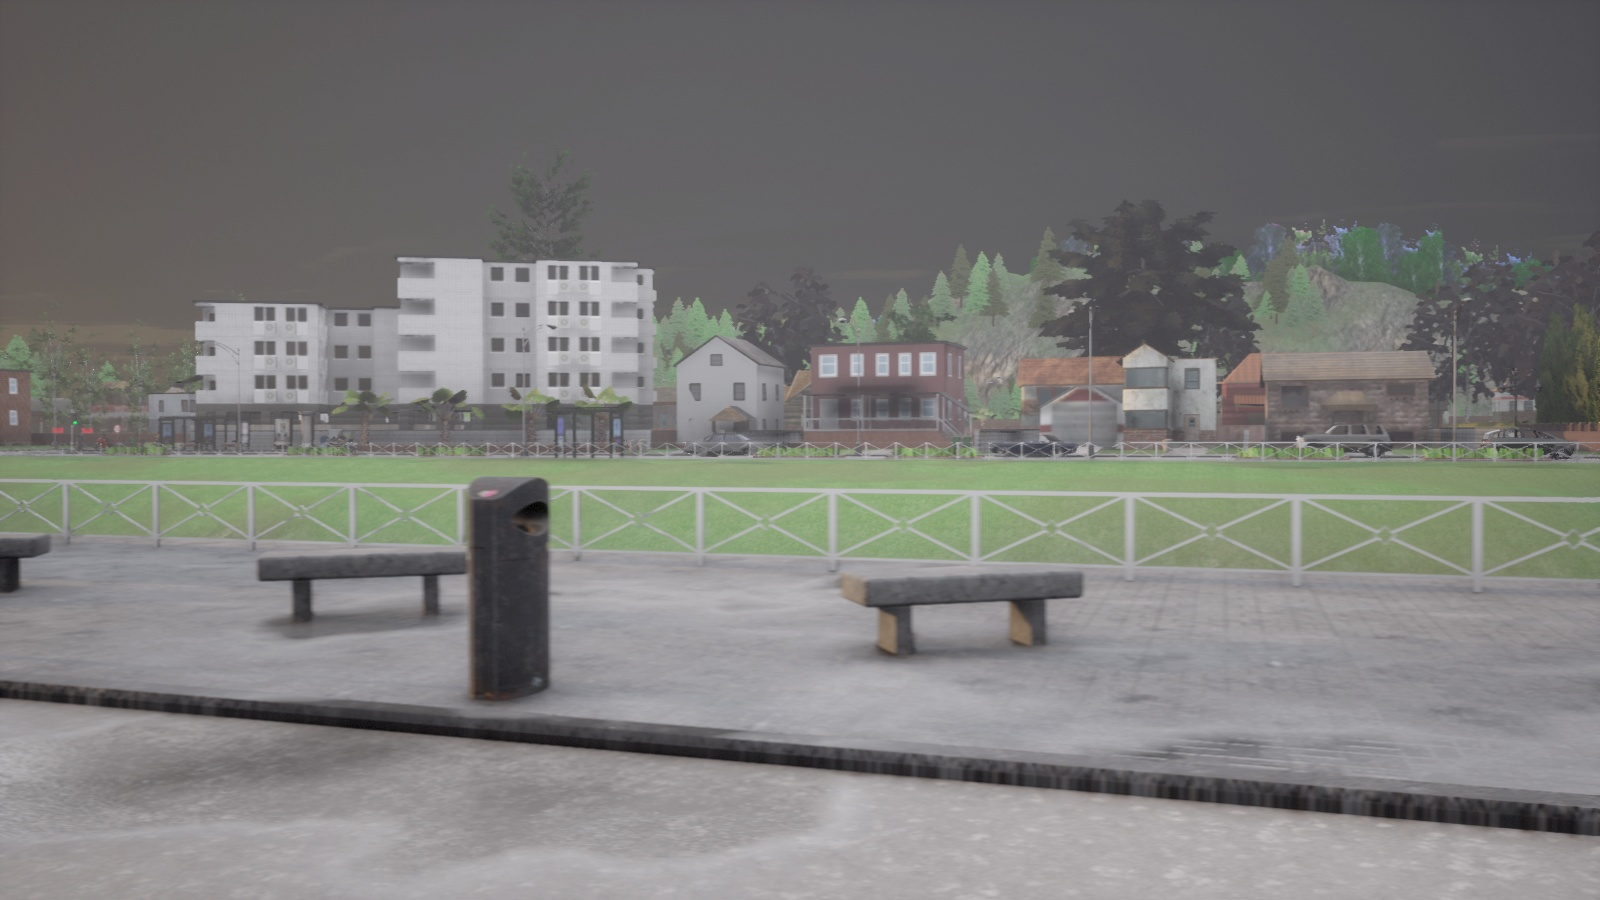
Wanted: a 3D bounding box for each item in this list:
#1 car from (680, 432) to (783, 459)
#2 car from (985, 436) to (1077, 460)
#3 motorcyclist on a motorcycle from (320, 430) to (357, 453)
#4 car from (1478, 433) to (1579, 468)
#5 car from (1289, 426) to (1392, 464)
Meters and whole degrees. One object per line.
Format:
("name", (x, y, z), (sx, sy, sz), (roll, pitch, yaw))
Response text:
("car", (-3.809, -0.263, 70.095), (5.357, 1.411, 2.033), (1, 1, 19))
("car", (12.650, -0.127, 68.775), (4.718, 1.301, 1.895), (1, 1, 19))
("motorcyclist on a motorcycle", (-30.623, -0.588, 83.344), (2.191, 1.530, 0.866), (1, 1, 19))
("car", (33.339, 0.008, 57.587), (3.705, 1.549, 1.789), (0, 1, 19))
("car", (27.397, -0.276, 63.806), (4.605, 1.855, 1.932), (1, 1, 19))
